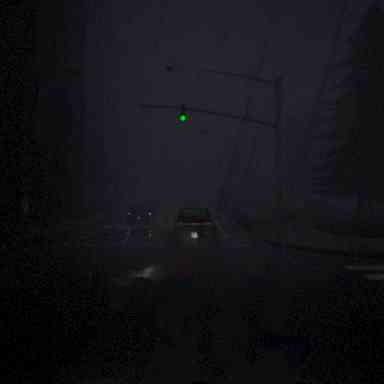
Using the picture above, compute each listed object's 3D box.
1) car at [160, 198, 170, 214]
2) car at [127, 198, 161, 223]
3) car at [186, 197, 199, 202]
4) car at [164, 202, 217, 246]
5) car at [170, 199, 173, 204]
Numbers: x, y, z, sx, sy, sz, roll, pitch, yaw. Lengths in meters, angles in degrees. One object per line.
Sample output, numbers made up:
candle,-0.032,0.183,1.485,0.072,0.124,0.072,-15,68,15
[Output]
car,-3.605,1.376,33.997,1.882,1.535,5.008,0,0,0
car,-3.599,1.451,24.707,1.812,1.442,4.674,0,0,-1
car,0.072,1.423,49.323,1.994,1.385,4.181,0,0,0
car,0.093,1.450,15.142,2.128,1.511,4.902,0,0,0
car,-3.556,1.434,43.968,1.994,1.385,4.181,0,0,1
